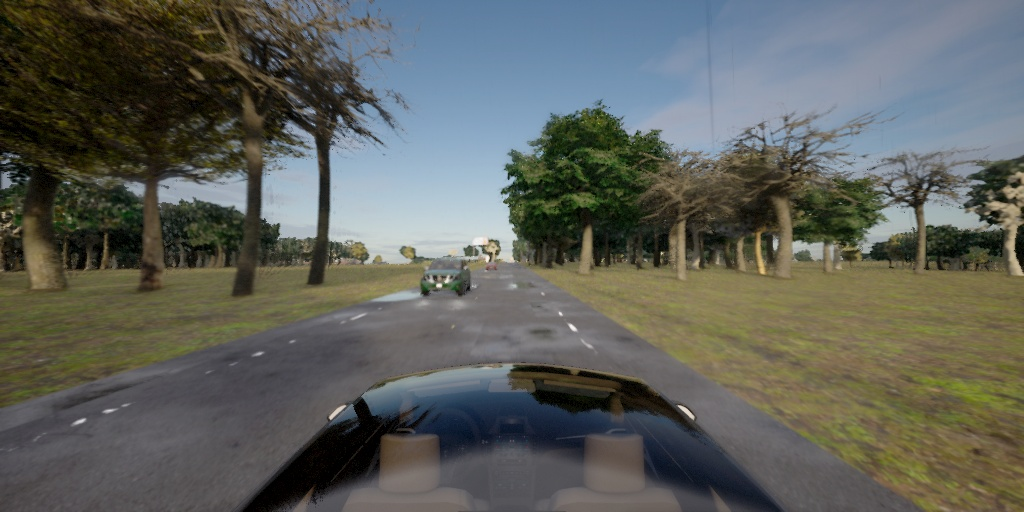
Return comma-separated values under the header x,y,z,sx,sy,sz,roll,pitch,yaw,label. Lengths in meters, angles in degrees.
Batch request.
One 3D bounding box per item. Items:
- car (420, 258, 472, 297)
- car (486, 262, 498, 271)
x,y,z,sx,sy,sz,roll,pitch,yaw,label
-3.598,1.115,20.493,2.150,2.045,5.566,0,0,0,car
-3.528,1.741,63.016,1.882,1.535,5.008,0,0,1,car
